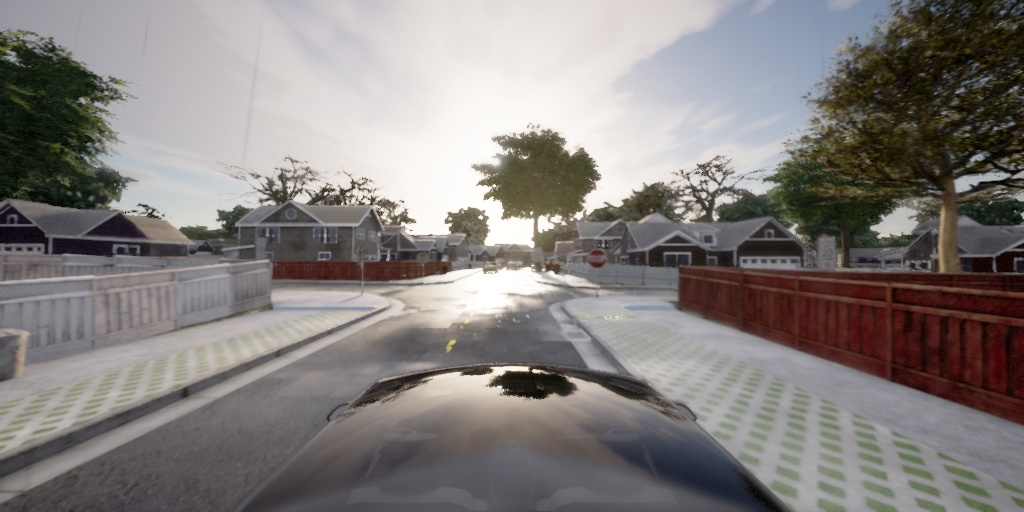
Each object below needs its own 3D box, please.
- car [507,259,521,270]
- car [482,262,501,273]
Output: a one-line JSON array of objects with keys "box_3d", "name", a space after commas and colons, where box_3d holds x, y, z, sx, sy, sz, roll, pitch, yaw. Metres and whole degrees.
[{"box_3d": [0.018, 1.719, 64.754, 2.128, 1.511, 4.902, 0, -1, 1], "name": "car"}, {"box_3d": [-2.818, 1.548, 48.258, 1.837, 1.490, 4.892, 0, -1, 0], "name": "car"}]
